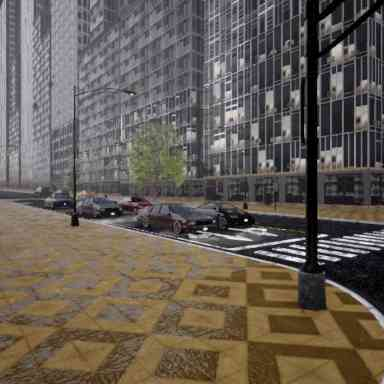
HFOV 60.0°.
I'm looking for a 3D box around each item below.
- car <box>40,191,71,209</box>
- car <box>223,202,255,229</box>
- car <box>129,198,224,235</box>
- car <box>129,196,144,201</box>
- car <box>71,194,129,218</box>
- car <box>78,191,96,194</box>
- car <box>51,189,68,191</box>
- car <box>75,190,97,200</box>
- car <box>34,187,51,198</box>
[{"bbox_3d":[-13.437,0.939,33.535,1.994,1.385,4.181,0,1,-38],"label":"car"},{"bbox_3d":[1.683,1.309,19.498,1.994,1.385,4.181,0,1,-38],"label":"car"},{"bbox_3d":[-1.007,1.292,17.662,2.033,1.411,5.357,0,1,-38],"label":"car"},{"bbox_3d":[-4.648,1.083,27.567,1.812,1.442,4.674,0,1,-38],"label":"car"},{"bbox_3d":[-7.226,1.108,25.588,2.033,1.411,5.357,0,1,-38],"label":"car"},{"bbox_3d":[-11.065,0.914,35.777,2.033,1.411,5.357,0,1,-38],"label":"car"},{"bbox_3d":[-25.394,0.272,65.011,1.837,1.490,4.892,0,1,-38],"label":"car"},{"bbox_3d":[-17.505,0.485,54.902,1.882,1.535,5.008,0,1,-38],"label":"car"},{"bbox_3d":[-28.520,-0.025,63.734,2.150,2.045,5.566,0,1,-38],"label":"car"}]
